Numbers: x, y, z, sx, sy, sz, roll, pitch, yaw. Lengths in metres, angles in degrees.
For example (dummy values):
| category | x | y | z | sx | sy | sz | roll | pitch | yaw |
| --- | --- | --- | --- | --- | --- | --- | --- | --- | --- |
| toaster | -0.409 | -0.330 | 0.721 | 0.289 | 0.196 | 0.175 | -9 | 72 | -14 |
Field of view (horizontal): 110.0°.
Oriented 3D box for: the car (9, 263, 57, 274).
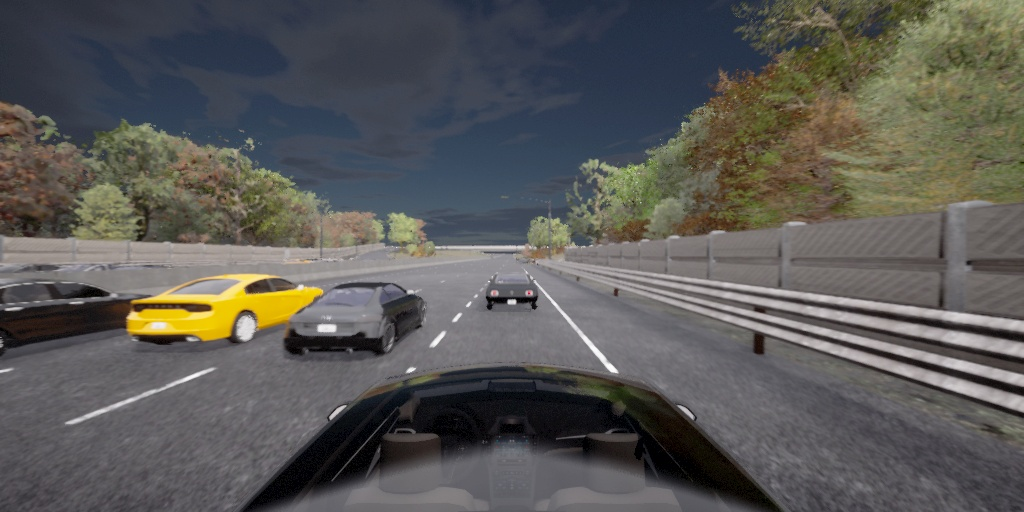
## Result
| category | x | y | z | sx | sy | sz | roll | pitch | yaw |
| --- | --- | --- | --- | --- | --- | --- | --- | --- | --- |
| car | -24.588 | 1.188 | 20.846 | 2.128 | 1.511 | 4.902 | 0 | 0 | 0 |

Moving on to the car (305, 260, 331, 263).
| category | x | y | z | sx | sy | sz | roll | pitch | yaw |
| --- | --- | --- | --- | --- | --- | --- | --- | --- | --- |
| car | -28.004 | 1.291 | 53.014 | 1.895 | 1.301 | 4.718 | 0 | 0 | 0 |

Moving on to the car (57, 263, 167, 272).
| category | x | y | z | sx | sy | sz | roll | pitch | yaw |
| --- | --- | --- | --- | --- | --- | --- | --- | --- | --- |
| car | -21.092 | 1.246 | 20.193 | 2.033 | 1.411 | 5.357 | 0 | 0 | 0 |

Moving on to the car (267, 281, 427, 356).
| category | x | y | z | sx | sy | sz | roll | pitch | yaw |
| --- | --- | --- | --- | --- | --- | --- | --- | --- | --- |
| car | -3.396 | 1.293 | 8.589 | 1.994 | 1.385 | 4.181 | 0 | 0 | 0 |

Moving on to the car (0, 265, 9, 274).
| category | x | y | z | sx | sy | sz | roll | pitch | yaw |
| --- | --- | --- | --- | --- | --- | --- | --- | --- | --- |
| car | -28.087 | 1.201 | 20.563 | 1.837 | 1.490 | 4.892 | 0 | 0 | 0 |

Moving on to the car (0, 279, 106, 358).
| category | x | y | z | sx | sy | sz | roll | pitch | yaw |
| --- | --- | --- | --- | --- | --- | --- | --- | --- | --- |
| car | -10.398 | 1.235 | 7.811 | 1.837 | 1.490 | 4.892 | 0 | 0 | 0 |

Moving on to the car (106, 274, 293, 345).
| category | x | y | z | sx | sy | sz | roll | pitch | yaw |
| --- | --- | --- | --- | --- | --- | --- | --- | --- | --- |
| car | -6.897 | 1.204 | 9.474 | 1.882 | 1.535 | 5.008 | 0 | 0 | 0 |

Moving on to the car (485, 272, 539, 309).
| category | x | y | z | sx | sy | sz | roll | pitch | yaw |
| --- | --- | --- | --- | --- | --- | --- | --- | --- | --- |
| car | 0.000 | 1.314 | 14.686 | 1.895 | 1.301 | 4.718 | 0 | 0 | 0 |

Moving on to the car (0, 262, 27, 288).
| category | x | y | z | sx | sy | sz | roll | pitch | yaw |
| --- | --- | --- | --- | --- | --- | --- | --- | --- | --- |
| car | -31.586 | 1.174 | 20.167 | 1.882 | 1.535 | 5.008 | 0 | 0 | 0 |

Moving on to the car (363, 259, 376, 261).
| category | x | y | z | sx | sy | sz | roll | pitch | yaw |
| --- | --- | --- | --- | --- | --- | --- | --- | --- | --- |
| car | -21.005 | 1.219 | 51.049 | 1.994 | 1.385 | 4.181 | 0 | 0 | 0 |

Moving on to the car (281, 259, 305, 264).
| category | x | y | z | sx | sy | sz | roll | pitch | yaw |
| --- | --- | --- | --- | --- | --- | --- | --- | --- | --- |
| car | -31.507 | 1.174 | 52.132 | 1.882 | 1.535 | 5.008 | 0 | 1 | 0 |
